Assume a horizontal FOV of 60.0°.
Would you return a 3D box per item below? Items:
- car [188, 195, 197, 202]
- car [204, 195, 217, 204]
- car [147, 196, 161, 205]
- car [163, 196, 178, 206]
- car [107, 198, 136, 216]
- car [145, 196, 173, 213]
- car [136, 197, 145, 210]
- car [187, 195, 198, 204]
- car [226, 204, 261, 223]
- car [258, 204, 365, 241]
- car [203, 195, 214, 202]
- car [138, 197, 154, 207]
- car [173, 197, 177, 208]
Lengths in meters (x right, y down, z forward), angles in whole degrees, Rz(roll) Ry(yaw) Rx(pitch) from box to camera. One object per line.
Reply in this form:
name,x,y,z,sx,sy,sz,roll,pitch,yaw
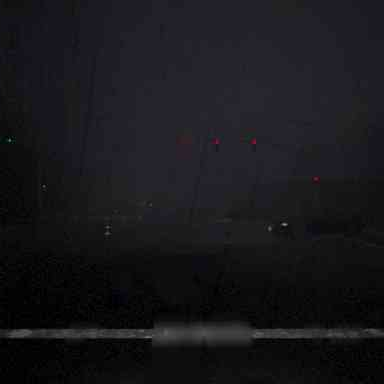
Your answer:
car,0.061,1.413,73.921,1.994,1.385,4.181,0,0,0
car,3.552,1.352,63.779,2.097,1.767,4.553,0,0,0
car,-7.012,1.492,62.128,2.128,1.511,4.902,0,0,0
car,-3.534,1.492,55.661,2.128,1.511,4.902,0,0,0
car,-7.067,1.526,32.940,1.812,1.442,4.674,0,0,0
car,-3.558,1.352,37.033,2.097,1.767,4.553,0,0,0
car,-7.059,1.478,42.234,1.882,1.535,5.008,0,0,0
car,0.052,1.505,63.812,1.837,1.490,4.892,0,0,0
car,5.108,1.571,24.252,5.357,1.411,2.033,0,1,40
car,6.153,1.519,16.605,4.902,1.511,2.128,0,0,-13
car,3.561,1.386,73.918,2.128,1.511,4.902,0,0,0
car,-7.048,1.505,51.720,1.837,1.490,4.892,0,0,0
car,-3.556,1.564,45.603,1.994,1.385,4.181,0,0,0
